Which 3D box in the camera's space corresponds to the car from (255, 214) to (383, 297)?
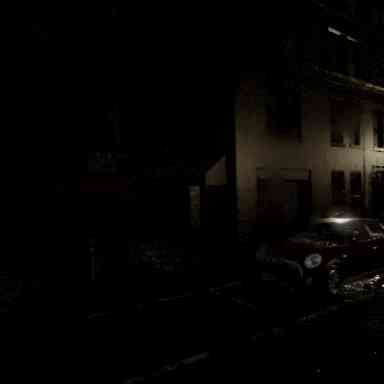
[{"bbox_3d":[3.512,1.436,8.501,4.097,1.590,1.967,-1,-1,-34],"label":"car"}]
